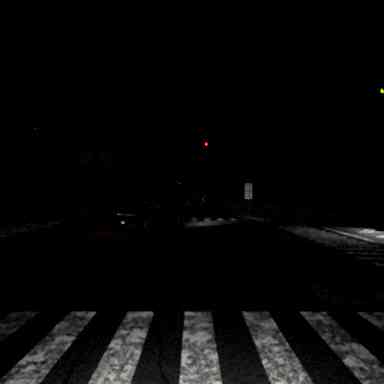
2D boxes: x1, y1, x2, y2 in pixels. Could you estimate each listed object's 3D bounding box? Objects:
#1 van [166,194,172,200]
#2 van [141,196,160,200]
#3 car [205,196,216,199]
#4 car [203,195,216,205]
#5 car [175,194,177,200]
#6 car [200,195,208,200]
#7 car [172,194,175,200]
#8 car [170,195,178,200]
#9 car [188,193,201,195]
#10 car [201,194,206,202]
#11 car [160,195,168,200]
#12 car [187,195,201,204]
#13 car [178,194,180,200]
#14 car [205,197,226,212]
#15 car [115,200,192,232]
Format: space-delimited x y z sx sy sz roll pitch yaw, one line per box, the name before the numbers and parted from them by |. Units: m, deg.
van | -5.371 1.393 65.692 1.690 1.788 3.998 0 0 0
van | -5.555 1.373 43.642 1.690 1.788 3.998 0 0 0
car | 2.971 1.557 43.743 1.752 1.417 4.829 0 0 0
car | 3.015 1.587 49.086 2.008 1.369 4.403 0 0 0
car | -5.279 1.378 76.717 2.192 1.841 5.009 0 0 0
car | 3.383 1.519 93.189 1.967 1.590 4.097 0 0 0
car | -5.326 1.602 71.204 1.887 1.381 4.507 0 0 0
car | -5.142 1.645 93.254 1.947 1.339 4.313 0 0 0
car | 0.474 1.614 75.726 1.994 1.385 4.181 0 0 0
car | 3.062 1.357 54.599 2.192 1.841 5.009 0 0 0
car | -5.464 1.608 54.666 1.947 1.339 4.313 0 0 0
car | 0.478 1.651 63.708 1.895 1.301 4.718 0 0 1
car | -5.187 1.389 87.741 2.192 1.841 5.009 0 0 0
car | 2.924 1.578 38.060 2.008 1.369 4.403 0 0 0
car | -2.445 1.501 20.326 2.128 1.511 4.902 2 1 35
